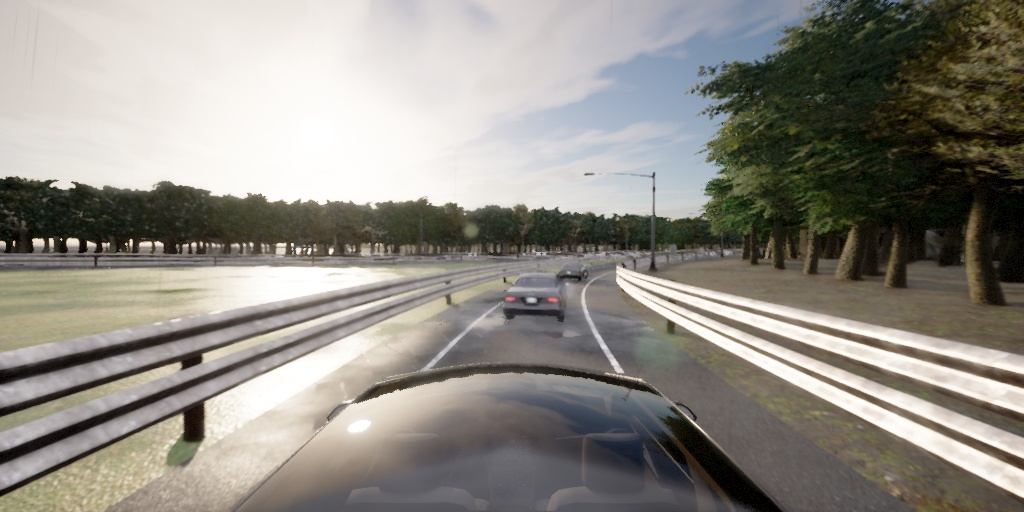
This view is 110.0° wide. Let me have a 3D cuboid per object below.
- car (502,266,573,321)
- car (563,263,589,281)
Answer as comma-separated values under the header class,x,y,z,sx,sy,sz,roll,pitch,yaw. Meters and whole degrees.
class,x,y,z,sx,sy,sz,roll,pitch,yaw
car,0.948,1.253,12.319,2.033,1.411,5.357,0,0,10
car,4.927,1.211,28.739,1.994,1.385,4.181,1,1,19
